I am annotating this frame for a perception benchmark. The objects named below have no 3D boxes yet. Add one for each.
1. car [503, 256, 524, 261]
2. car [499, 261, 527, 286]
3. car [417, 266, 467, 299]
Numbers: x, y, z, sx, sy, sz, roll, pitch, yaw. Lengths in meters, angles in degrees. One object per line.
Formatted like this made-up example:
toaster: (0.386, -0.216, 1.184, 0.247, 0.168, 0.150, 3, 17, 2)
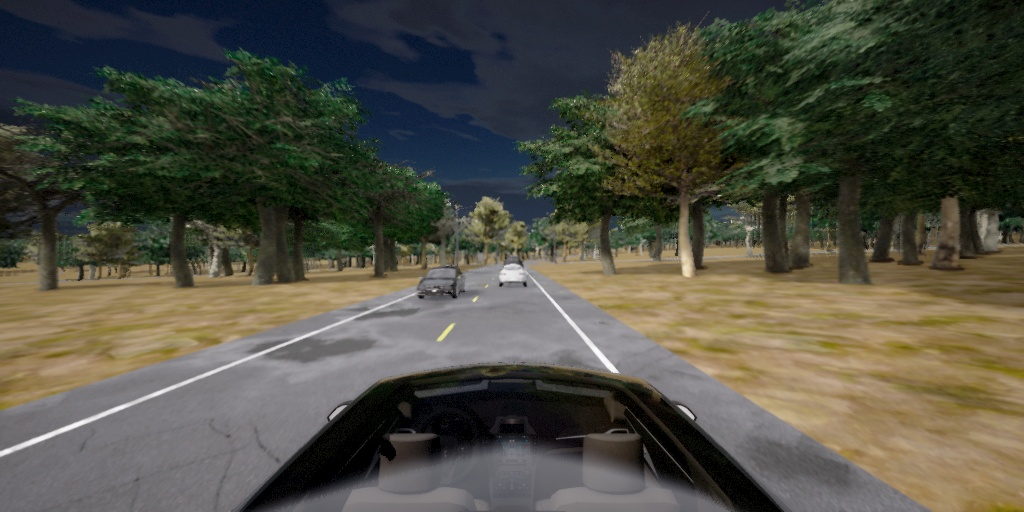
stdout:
car: (0.179, 1.038, 40.955, 2.150, 2.045, 5.566, 0, 0, 1)
car: (0.072, 1.285, 25.038, 1.812, 1.442, 4.674, 0, 0, 0)
car: (-3.458, 1.304, 18.355, 1.837, 1.490, 4.892, 0, 0, 0)
